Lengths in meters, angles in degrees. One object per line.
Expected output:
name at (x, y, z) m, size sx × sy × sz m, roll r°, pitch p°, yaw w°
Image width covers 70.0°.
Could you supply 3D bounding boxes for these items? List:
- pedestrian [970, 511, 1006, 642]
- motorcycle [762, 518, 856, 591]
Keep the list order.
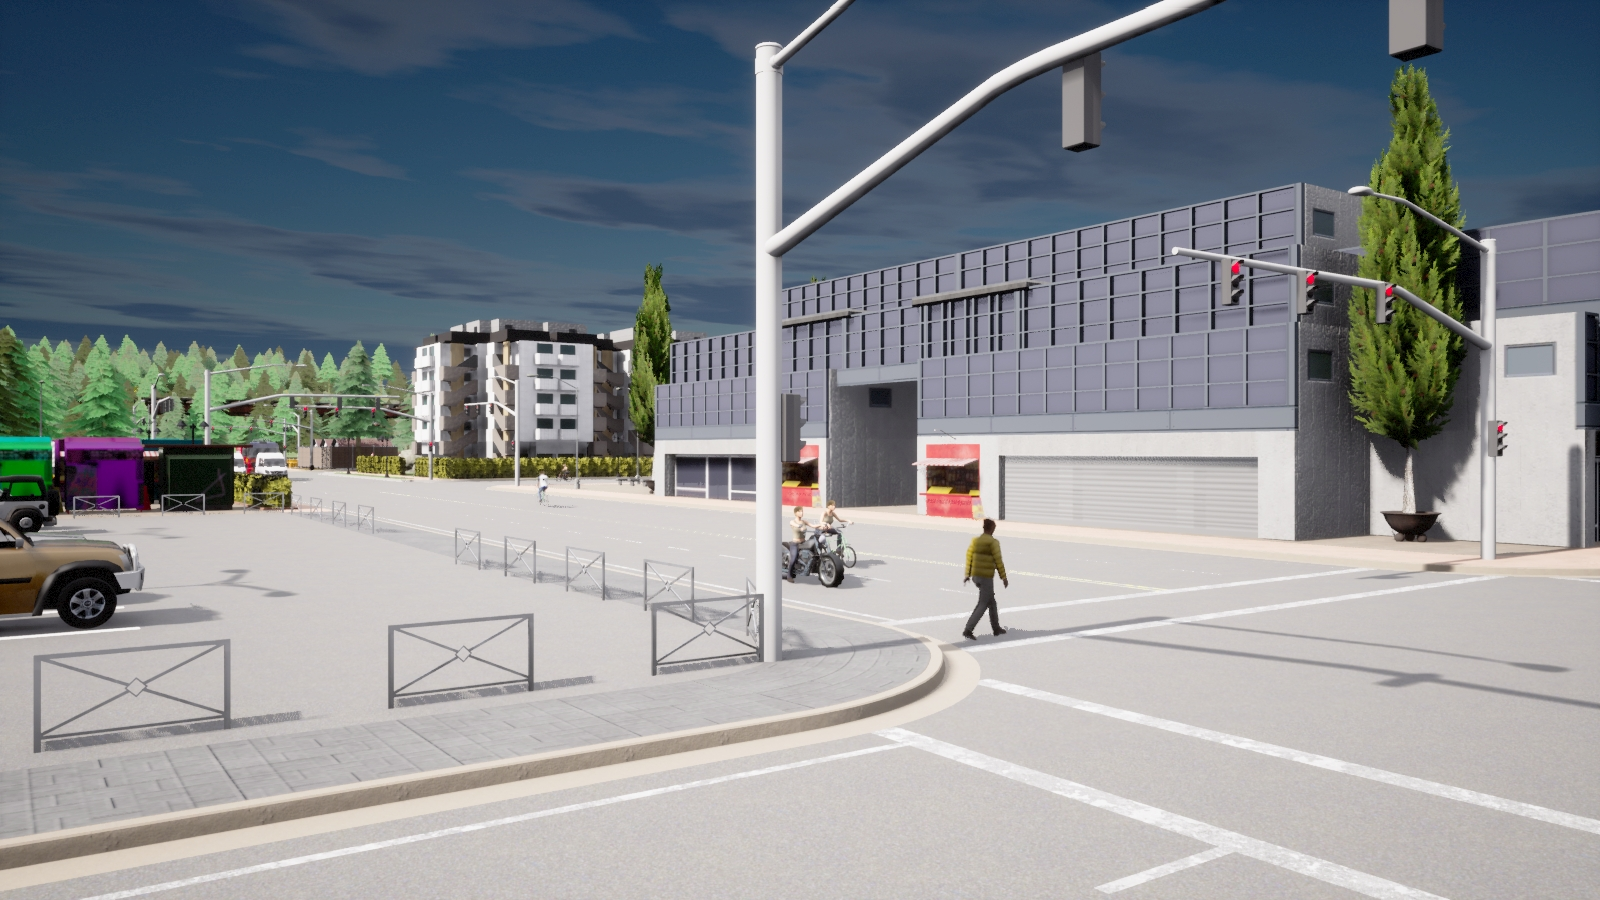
pedestrian at (2.768, 1.848, 16.836) m, size 0.375 × 1.860 × 0.375 m, roll 0°, pitch 0°, yaw -36°
motorcycle at (0.165, 2.155, 23.900) m, size 0.764 × 1.307 × 2.356 m, roll 0°, pitch 0°, yaw -34°
